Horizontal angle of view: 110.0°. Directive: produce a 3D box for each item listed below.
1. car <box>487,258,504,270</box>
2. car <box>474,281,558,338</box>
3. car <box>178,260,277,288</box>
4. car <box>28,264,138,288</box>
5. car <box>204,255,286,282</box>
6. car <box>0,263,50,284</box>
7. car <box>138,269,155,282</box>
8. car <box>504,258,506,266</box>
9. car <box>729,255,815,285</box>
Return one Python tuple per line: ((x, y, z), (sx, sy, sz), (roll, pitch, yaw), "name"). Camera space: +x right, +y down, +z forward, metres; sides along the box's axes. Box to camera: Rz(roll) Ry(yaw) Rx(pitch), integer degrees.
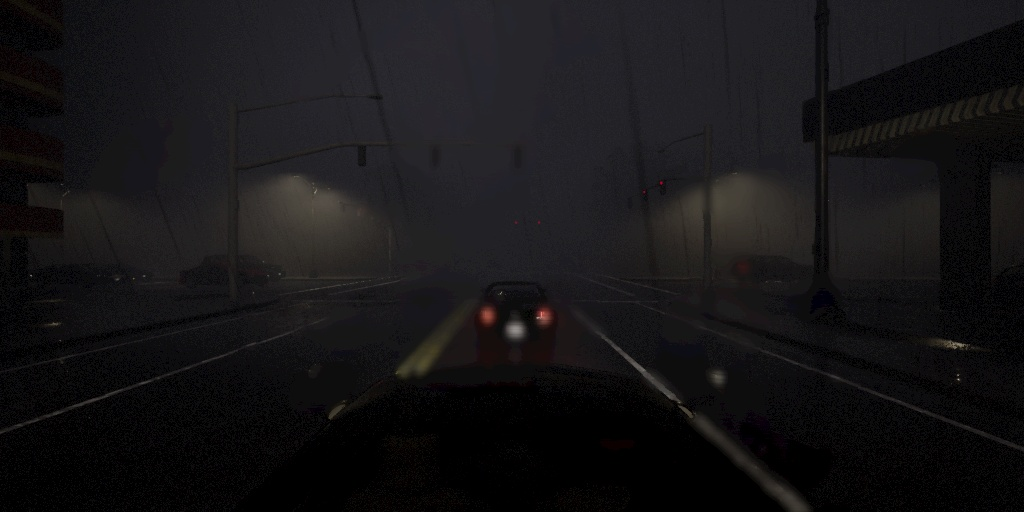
((-2.707, 1.297, 53.871), (2.033, 1.411, 5.357), (0, 0, 1), "car")
((0.100, 1.351, 10.152), (1.895, 1.301, 4.718), (0, 0, 0), "car")
((-18.322, 1.228, 22.927), (5.008, 1.535, 1.882), (0, 0, 1), "car")
((-27.825, 1.241, 23.104), (4.902, 1.511, 2.128), (0, 0, 1), "car")
((-19.882, 0.971, 26.475), (5.566, 2.045, 2.150), (0, 0, 1), "car")
((-37.982, 1.276, 26.798), (4.674, 1.442, 1.812), (0, 0, 1), "car")
((-29.300, 1.314, 26.629), (4.181, 1.385, 1.994), (0, 0, 0), "car")
((-2.579, 1.227, 63.684), (1.882, 1.535, 5.008), (0, 0, 1), "car")
((18.657, 0.971, 25.716), (5.566, 2.045, 2.150), (0, 0, 0), "car")
